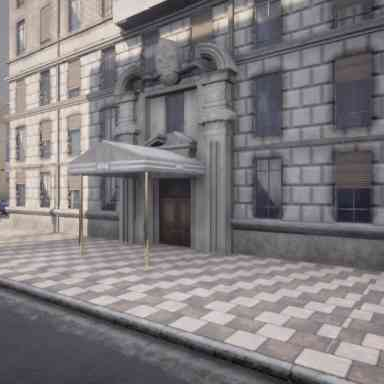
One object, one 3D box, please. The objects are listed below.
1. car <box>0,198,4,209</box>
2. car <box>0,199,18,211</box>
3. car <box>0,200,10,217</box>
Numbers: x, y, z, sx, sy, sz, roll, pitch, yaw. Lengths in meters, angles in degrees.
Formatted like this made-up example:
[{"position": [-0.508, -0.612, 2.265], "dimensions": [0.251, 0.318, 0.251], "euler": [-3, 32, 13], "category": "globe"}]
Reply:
[{"position": [-26.934, 1.526, 42.466], "dimensions": [1.812, 1.442, 4.674], "euler": [0, 0, 35], "category": "car"}, {"position": [-24.060, 1.601, 40.470], "dimensions": [1.895, 1.301, 4.718], "euler": [0, 0, 35], "category": "car"}, {"position": [-16.707, 1.477, 30.599], "dimensions": [1.882, 1.535, 5.008], "euler": [0, 0, 35], "category": "car"}]
